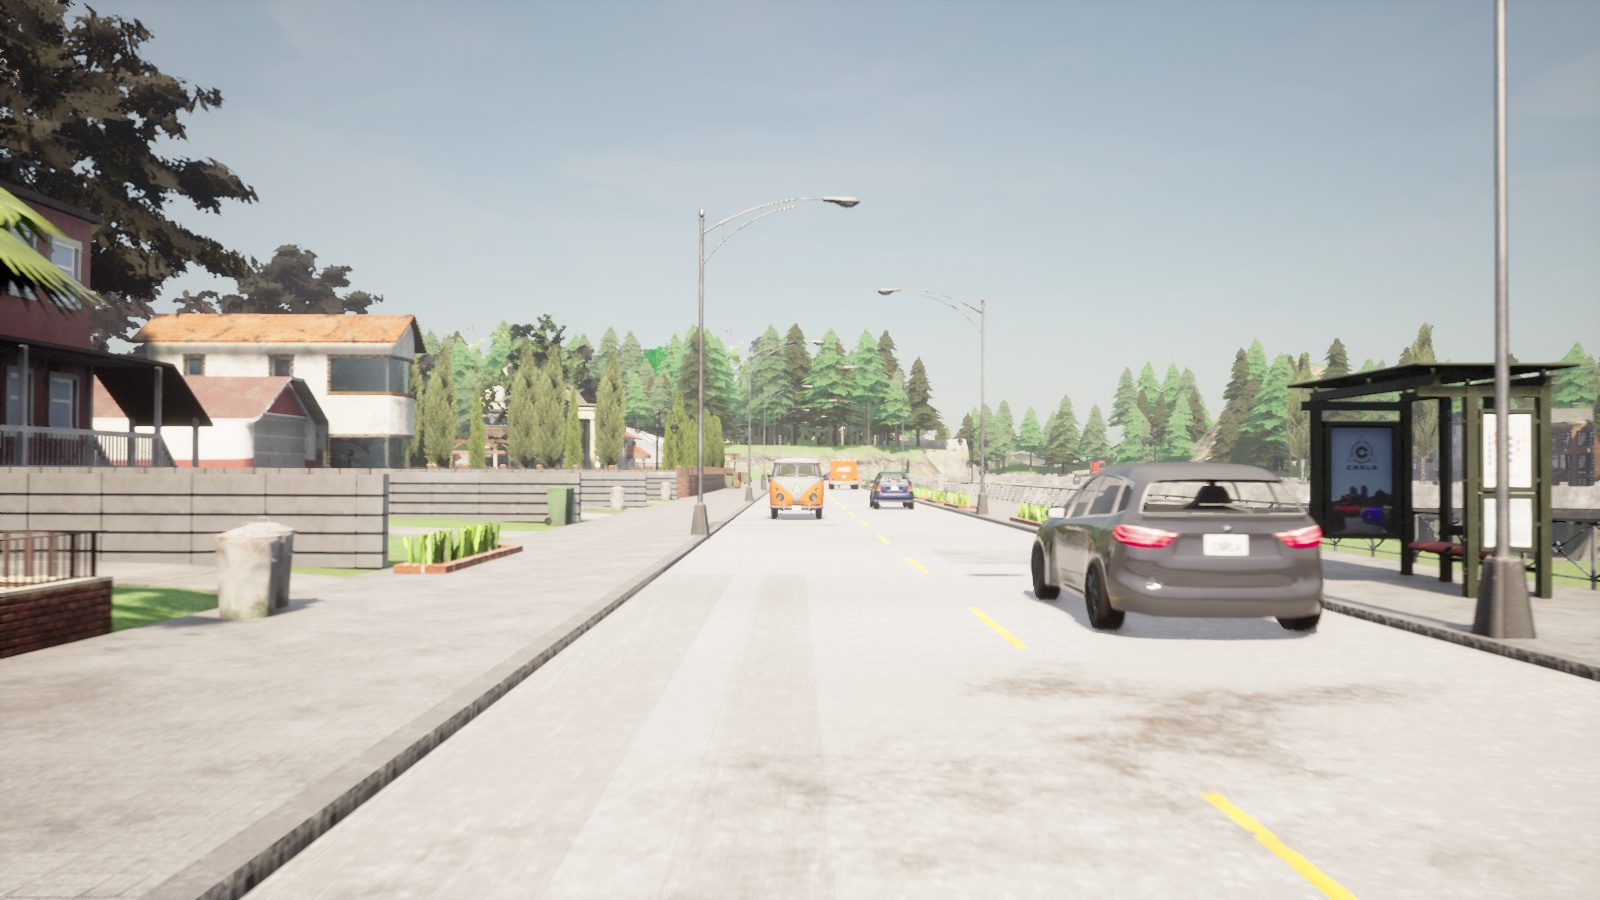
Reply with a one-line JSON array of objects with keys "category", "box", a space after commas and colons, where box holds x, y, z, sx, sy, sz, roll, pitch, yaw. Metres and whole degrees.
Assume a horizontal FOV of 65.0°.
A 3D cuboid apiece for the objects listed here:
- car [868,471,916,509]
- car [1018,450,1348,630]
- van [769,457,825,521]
[{"category": "car", "box": [3.875, 1.672, 53.389, 1.789, 1.549, 3.705, 0, -1, 0]}, {"category": "car", "box": [3.967, 0.877, 13.995, 2.242, 1.667, 4.611, 0, -1, 0]}, {"category": "van", "box": [-0.099, 1.263, 41.552, 1.775, 1.987, 4.442, 0, -1, 0]}]
